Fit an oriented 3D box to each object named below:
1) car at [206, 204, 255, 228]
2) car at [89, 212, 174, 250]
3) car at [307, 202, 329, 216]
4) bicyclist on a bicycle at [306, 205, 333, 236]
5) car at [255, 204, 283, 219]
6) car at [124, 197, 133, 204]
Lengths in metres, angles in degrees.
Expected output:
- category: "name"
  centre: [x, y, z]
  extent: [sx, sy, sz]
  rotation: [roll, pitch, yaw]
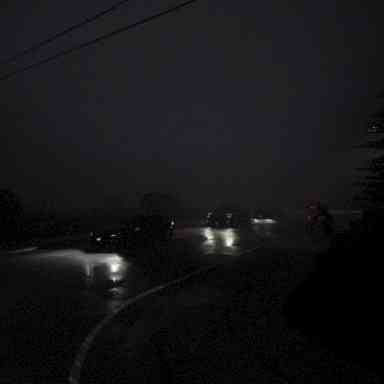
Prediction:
- category: "car"
  centre: [2.882, 1.701, 25.724]
  extent: [2.097, 1.767, 4.553]
  rotation: [-1, -1, 30]
- category: "car"
  centre: [-2.684, 1.752, 15.900]
  extent: [1.837, 1.490, 4.892]
  rotation: [-1, -1, 30]
- category: "car"
  centre: [15.074, 1.975, 39.739]
  extent: [2.128, 1.511, 4.902]
  rotation: [-1, -1, 30]
- category: "bicyclist on a bicycle"
  centre: [6.849, 1.534, 17.551]
  extent: [1.656, 1.620, 0.582]
  rotation: [-1, -1, 30]
- category: "car"
  centre: [8.016, 1.993, 34.760]
  extent: [2.033, 1.411, 5.357]
  rotation: [-1, -1, 30]
- category: "car"
  centre: [-16.802, 2.269, 84.271]
  extent: [3.866, 1.878, 1.905]
  rotation: [-2, 5, -14]
